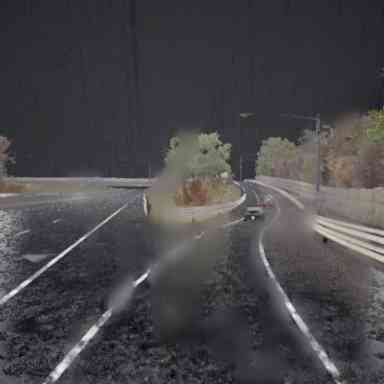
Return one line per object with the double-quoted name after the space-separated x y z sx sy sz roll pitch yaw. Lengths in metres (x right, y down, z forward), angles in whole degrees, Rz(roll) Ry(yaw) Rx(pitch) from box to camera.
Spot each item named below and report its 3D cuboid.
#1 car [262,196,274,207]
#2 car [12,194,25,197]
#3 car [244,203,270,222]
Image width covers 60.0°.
13.493 1.951 59.154 1.895 1.301 4.718 1 2 12 "car"
-30.735 1.183 58.669 1.837 1.490 4.892 0 0 -8 "car"
6.445 2.191 33.428 1.837 1.490 4.892 1 -1 17 "car"
